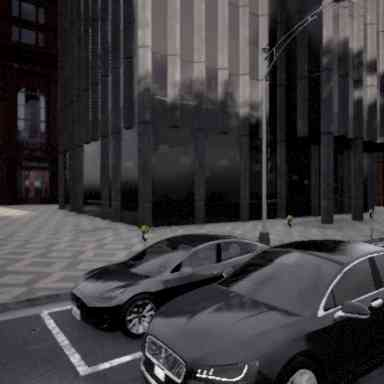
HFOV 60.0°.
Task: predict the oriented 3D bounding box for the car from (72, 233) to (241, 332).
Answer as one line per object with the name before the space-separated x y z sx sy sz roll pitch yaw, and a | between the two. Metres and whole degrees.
car | -0.077 1.552 6.593 4.313 1.339 1.947 0 0 -35

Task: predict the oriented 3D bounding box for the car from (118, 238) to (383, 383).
car | 1.688 1.491 4.590 4.892 1.490 1.837 0 0 -34
